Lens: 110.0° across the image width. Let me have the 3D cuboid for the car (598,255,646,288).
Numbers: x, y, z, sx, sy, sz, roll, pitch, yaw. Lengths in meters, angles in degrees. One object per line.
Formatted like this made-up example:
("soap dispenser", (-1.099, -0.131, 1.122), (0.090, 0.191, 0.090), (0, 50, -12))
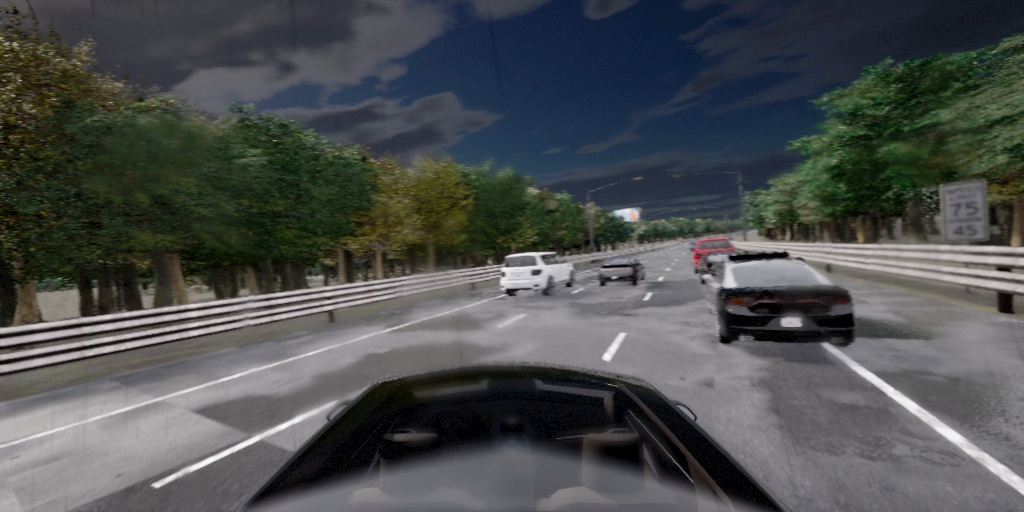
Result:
("car", (5.897, 0.738, 19.063), (2.128, 1.511, 4.902), (-5, 0, 26))

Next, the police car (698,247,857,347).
("police car", (5.394, 0.728, 7.851), (1.930, 1.638, 5.238), (-5, 0, 26))

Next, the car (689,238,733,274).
("car", (12.303, -0.052, 22.035), (2.150, 2.045, 5.566), (-5, 0, 26))

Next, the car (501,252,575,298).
("car", (1.435, 0.830, 17.989), (2.150, 2.045, 5.566), (-5, 0, 26))

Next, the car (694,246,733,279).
("car", (9.684, 0.470, 16.675), (1.812, 1.442, 4.674), (-5, 0, 26))
